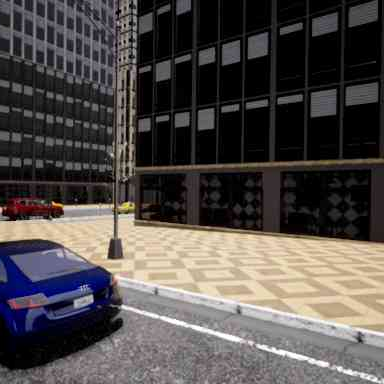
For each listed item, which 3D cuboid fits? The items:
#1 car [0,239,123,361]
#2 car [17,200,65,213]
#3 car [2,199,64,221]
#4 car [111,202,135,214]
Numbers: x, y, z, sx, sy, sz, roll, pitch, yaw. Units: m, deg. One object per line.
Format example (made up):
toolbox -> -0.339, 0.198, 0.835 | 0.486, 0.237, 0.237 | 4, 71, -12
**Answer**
car -> -3.235, 1.560, 5.973 | 4.181, 1.385, 1.994 | 0, 0, 34
car -> -17.367, 1.634, 38.546 | 1.752, 1.417, 4.829 | 1, 0, 36
car -> -13.835, 1.512, 29.184 | 2.192, 1.841, 5.009 | 1, 0, 36
car -> -7.071, 1.823, 38.420 | 1.752, 1.417, 4.829 | 1, 0, 36
